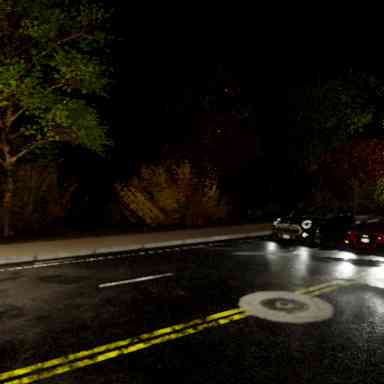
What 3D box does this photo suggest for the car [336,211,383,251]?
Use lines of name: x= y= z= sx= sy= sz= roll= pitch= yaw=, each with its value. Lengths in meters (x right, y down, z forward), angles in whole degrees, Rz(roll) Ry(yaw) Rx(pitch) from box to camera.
car: x=7.978 y=1.606 z=13.450 sx=4.181 sy=1.385 sz=1.994 roll=0 pitch=0 yaw=-37

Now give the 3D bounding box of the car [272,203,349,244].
car: x=5.945 y=1.373 z=15.990 sx=4.553 sy=1.767 sz=2.097 roll=0 pitch=0 yaw=-37
